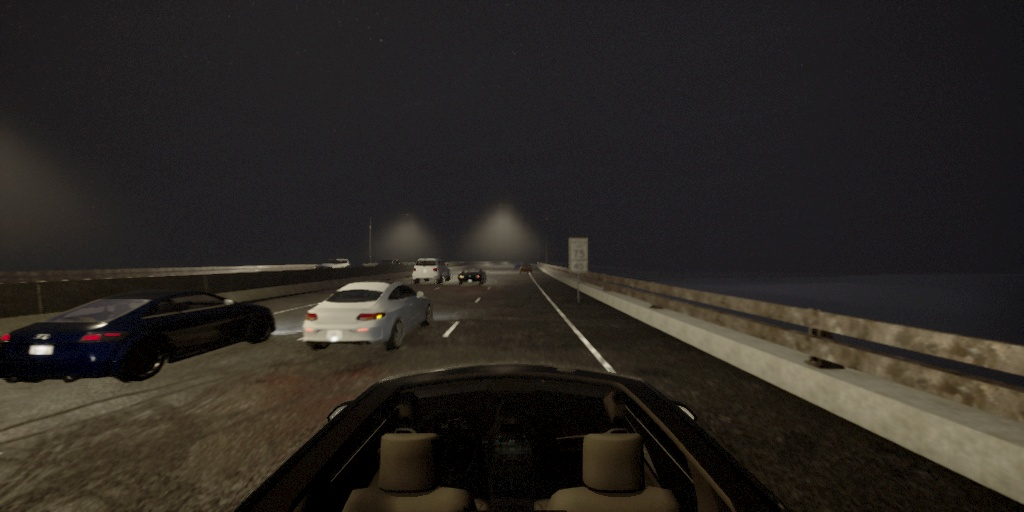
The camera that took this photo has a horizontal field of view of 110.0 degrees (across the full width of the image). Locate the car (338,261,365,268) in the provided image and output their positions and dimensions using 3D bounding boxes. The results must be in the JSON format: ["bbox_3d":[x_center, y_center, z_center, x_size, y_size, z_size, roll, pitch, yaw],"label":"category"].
[{"bbox_3d":[-20.438,1.720,47.022,1.812,1.442,4.674,0,-1,2],"label":"car"}]

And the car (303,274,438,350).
[{"bbox_3d":[-3.372,1.344,9.144,1.812,1.442,4.674,0,-1,0],"label":"car"}]

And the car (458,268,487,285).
[{"bbox_3d":[-3.150,1.616,29.345,1.895,1.301,4.718,0,-1,1],"label":"car"}]

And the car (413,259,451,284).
[{"bbox_3d":[-6.638,1.243,30.126,2.150,2.045,5.566,0,-1,1],"label":"car"}]

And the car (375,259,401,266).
[{"bbox_3d":[-16.878,1.438,49.043,2.150,2.045,5.566,0,-1,2],"label":"car"}]

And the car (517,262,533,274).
[{"bbox_3d":[1.933,1.682,49.710,1.801,1.575,5.366,0,-1,2],"label":"car"}]

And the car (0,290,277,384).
[{"bbox_3d":[-6.881,1.363,7.256,1.994,1.385,4.181,0,-1,0],"label":"car"}]

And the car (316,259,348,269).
[{"bbox_3d":[-23.890,1.426,48.199,2.150,2.045,5.566,0,0,2],"label":"car"}]
